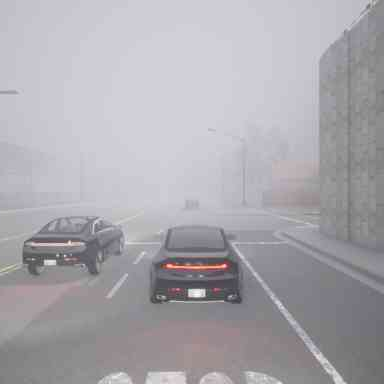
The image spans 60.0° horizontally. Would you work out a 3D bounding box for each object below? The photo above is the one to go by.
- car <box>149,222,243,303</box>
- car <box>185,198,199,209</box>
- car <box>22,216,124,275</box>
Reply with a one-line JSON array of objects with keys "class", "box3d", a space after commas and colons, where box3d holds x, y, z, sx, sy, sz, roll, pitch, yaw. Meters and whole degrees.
[{"class": "car", "box3d": [0.080, 1.505, 8.181, 1.837, 1.490, 4.892, 0, 0, 0]}, {"class": "car", "box3d": [-0.013, 1.491, 44.174, 2.128, 1.511, 4.902, 0, 0, 0]}, {"class": "car", "box3d": [-3.426, 1.492, 10.450, 2.128, 1.511, 4.902, 0, 0, 0]}]
